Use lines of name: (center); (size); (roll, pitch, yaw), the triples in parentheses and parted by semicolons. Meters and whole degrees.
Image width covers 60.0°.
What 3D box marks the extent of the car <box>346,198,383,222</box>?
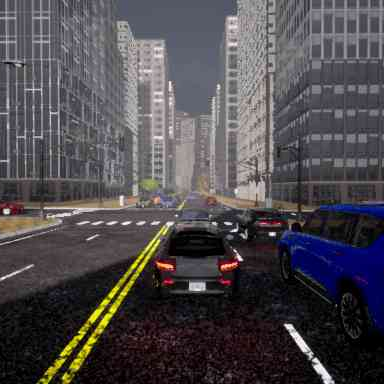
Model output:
car: (16.175, 1.519, 28.364); (5.009, 1.841, 2.192); (1, 0, 1)

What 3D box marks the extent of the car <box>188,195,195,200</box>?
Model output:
car: (-0.083, 1.461, 90.673); (1.994, 1.385, 4.181); (0, 0, 0)

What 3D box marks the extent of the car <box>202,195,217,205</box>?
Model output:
car: (3.283, 1.432, 58.257); (1.882, 1.535, 5.008); (0, 0, 0)

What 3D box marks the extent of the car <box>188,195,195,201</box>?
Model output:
car: (-0.074, 1.464, 80.776); (2.033, 1.411, 5.357); (0, 0, 0)

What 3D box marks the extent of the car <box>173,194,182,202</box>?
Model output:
car: (-3.321, 1.285, 77.348); (2.097, 1.767, 4.553); (0, 0, 0)

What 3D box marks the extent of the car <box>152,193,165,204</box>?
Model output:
car: (-6.591, 1.166, 65.970); (2.150, 2.045, 5.566); (0, 0, 1)

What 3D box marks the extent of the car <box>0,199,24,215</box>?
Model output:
car: (-18.546, 1.330, 31.481); (5.008, 1.535, 1.882); (1, 1, 1)

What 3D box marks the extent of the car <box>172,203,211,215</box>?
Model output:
car: (0.086, 1.538, 17.514); (2.033, 1.411, 5.357); (0, 0, 0)

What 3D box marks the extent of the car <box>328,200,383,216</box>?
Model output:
car: (16.886, 1.608, 34.135); (4.902, 1.511, 2.128); (1, 1, 1)

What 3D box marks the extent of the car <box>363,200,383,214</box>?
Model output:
car: (21.776, 1.643, 36.656); (4.829, 1.417, 1.752); (1, 0, 1)

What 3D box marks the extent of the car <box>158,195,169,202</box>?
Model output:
car: (-6.571, 1.471, 76.450); (2.033, 1.411, 5.357); (0, 0, 0)

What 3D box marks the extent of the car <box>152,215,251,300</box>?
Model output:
car: (0.092, 1.522, 8.240); (1.812, 1.442, 4.674); (0, 0, 0)

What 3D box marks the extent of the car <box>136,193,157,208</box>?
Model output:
car: (-6.670, 1.318, 47.803); (2.097, 1.767, 4.553); (0, 0, 1)

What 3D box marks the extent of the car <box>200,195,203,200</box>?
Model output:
car: (3.169, 1.434, 89.978); (1.812, 1.442, 4.674); (0, 0, 0)

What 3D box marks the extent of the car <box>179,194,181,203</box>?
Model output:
car: (-3.386, 1.503, 57.323); (2.033, 1.411, 5.357); (0, 0, 0)

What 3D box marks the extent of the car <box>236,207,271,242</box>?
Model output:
car: (3.336, 1.496, 16.243); (1.837, 1.490, 4.892); (0, 0, 0)

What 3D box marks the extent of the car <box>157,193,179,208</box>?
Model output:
car: (-3.389, 1.318, 47.851); (2.097, 1.767, 4.553); (0, 0, 0)

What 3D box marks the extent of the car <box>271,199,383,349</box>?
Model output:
car: (3.348, 1.218, 6.383); (2.150, 2.045, 5.566); (0, 0, 0)
